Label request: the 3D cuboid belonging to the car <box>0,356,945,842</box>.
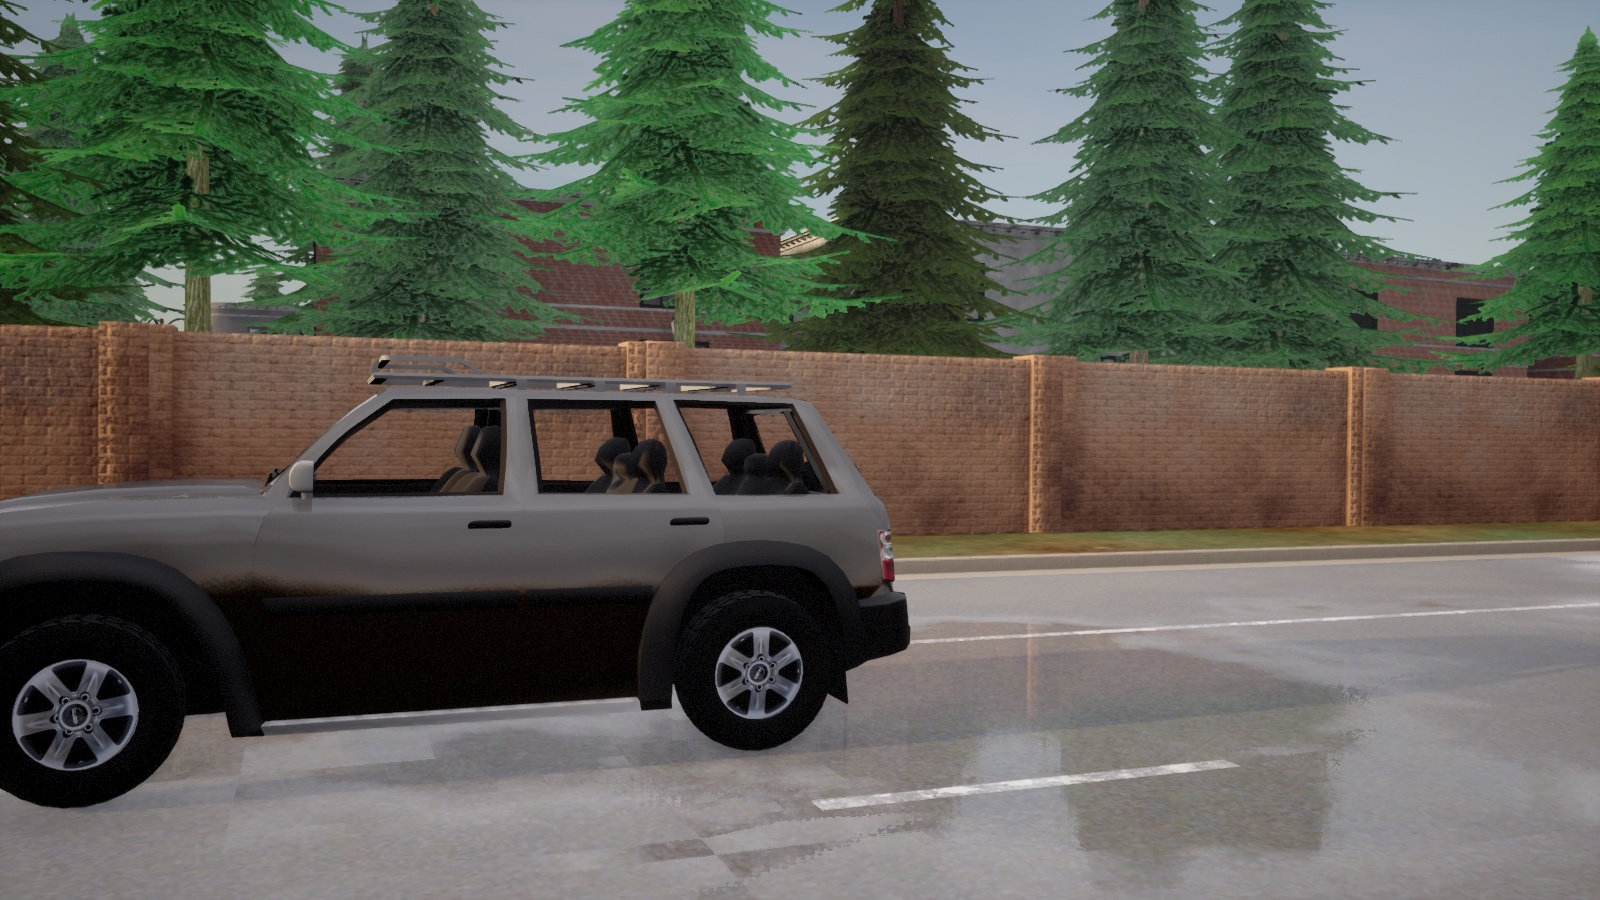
[{"bbox_3d":[-1.788,0.532,6.301,4.605,1.855,1.932,-1,1,-21],"label":"car"}]
